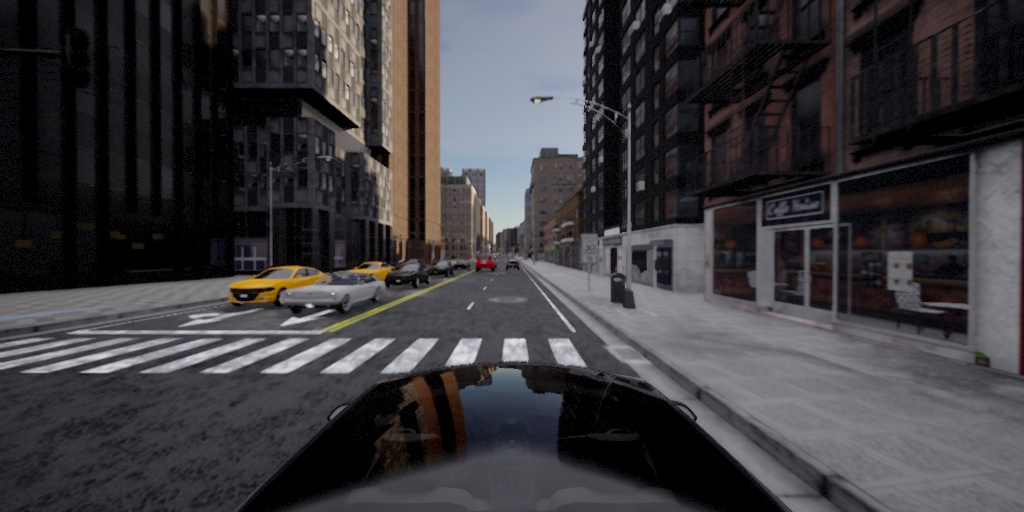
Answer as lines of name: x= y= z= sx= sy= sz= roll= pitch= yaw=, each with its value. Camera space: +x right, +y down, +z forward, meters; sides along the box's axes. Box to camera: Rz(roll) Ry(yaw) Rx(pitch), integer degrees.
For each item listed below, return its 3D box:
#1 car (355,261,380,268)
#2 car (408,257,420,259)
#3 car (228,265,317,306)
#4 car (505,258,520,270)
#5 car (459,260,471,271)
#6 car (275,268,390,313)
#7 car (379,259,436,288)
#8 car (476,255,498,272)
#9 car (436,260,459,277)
car: x=-9.854 y=1.158 z=25.437 sx=1.882 sy=1.535 sz=5.008 roll=0 pitch=0 yaw=0
car: x=-9.843 y=1.003 z=35.494 sx=2.097 sy=1.767 sz=4.553 roll=0 pitch=0 yaw=0
car: x=-9.849 y=1.187 z=15.669 sx=1.882 sy=1.535 sz=5.008 roll=0 pitch=0 yaw=0
car: x=0.091 y=1.118 z=48.323 sx=1.837 sy=1.490 sz=4.892 roll=0 pitch=0 yaw=0
car: x=-6.532 y=1.218 z=46.782 sx=1.895 sy=1.301 sz=4.718 roll=0 pitch=0 yaw=0
car: x=-6.601 y=1.315 z=13.914 sx=1.895 sy=1.301 sz=4.718 roll=0 pitch=0 yaw=0
car: x=-6.603 y=1.165 z=23.314 sx=1.882 sy=1.535 sz=5.008 roll=0 pitch=0 yaw=0
car: x=-3.257 y=0.846 z=44.549 sx=2.150 sy=2.045 sz=5.566 roll=0 pitch=0 yaw=0
car: x=-6.598 y=1.134 z=33.675 sx=1.882 sy=1.535 sz=5.008 roll=0 pitch=0 yaw=0
